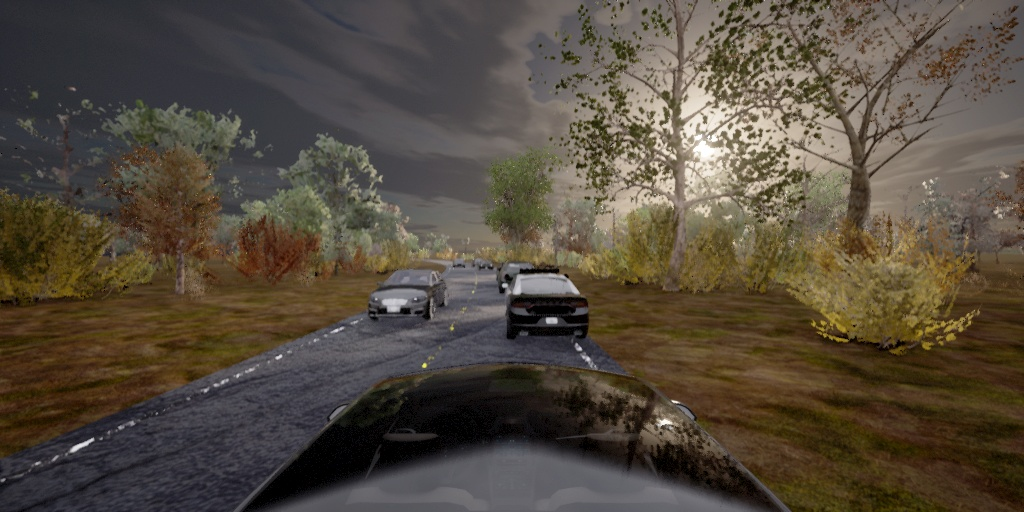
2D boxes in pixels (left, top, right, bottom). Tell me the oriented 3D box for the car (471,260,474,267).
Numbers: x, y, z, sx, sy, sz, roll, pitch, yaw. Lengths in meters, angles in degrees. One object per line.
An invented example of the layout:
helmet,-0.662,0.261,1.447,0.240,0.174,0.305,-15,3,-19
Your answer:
car,-5.656,1.120,59.242,2.033,1.411,5.357,0,0,-11

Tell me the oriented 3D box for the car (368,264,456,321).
car,-3.390,1.209,12.420,2.128,1.511,4.902,0,0,-2

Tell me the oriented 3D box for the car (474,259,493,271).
car,-3.546,1.212,47.003,1.895,1.301,4.718,0,0,-9

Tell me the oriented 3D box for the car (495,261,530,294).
car,0.269,1.045,20.043,2.097,1.767,4.553,0,0,-4

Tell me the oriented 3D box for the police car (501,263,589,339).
police car,0.753,1.149,10.116,1.930,1.638,5.238,0,0,-2

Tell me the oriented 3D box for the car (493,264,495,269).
car,-0.184,1.181,26.103,1.837,1.490,4.892,0,0,-5

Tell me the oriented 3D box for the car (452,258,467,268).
car,-8.005,1.093,54.314,1.837,1.490,4.892,0,1,-10
